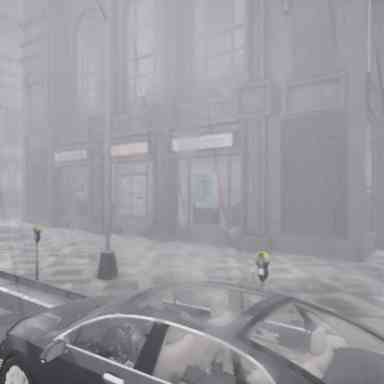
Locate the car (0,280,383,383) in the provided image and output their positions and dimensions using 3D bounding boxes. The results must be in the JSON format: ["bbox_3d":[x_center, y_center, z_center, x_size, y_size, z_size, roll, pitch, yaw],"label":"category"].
[{"bbox_3d":[-0.089,1.541,3.032,4.403,1.369,2.008,0,0,36],"label":"car"}]
